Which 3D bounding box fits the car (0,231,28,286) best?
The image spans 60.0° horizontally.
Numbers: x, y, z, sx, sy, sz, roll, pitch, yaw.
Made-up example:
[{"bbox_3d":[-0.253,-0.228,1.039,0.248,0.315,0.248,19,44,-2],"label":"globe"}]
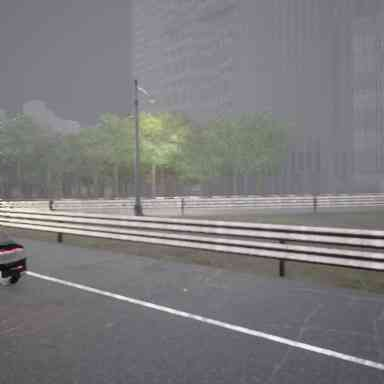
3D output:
[{"bbox_3d":[-5.996,1.499,8.206,4.902,1.511,2.128,0,0,36],"label":"car"}]
